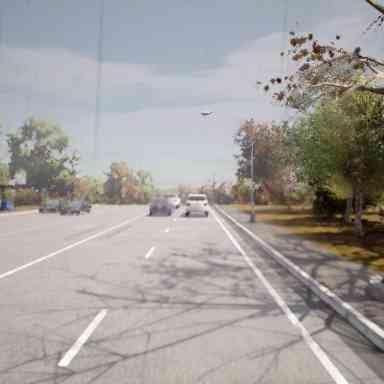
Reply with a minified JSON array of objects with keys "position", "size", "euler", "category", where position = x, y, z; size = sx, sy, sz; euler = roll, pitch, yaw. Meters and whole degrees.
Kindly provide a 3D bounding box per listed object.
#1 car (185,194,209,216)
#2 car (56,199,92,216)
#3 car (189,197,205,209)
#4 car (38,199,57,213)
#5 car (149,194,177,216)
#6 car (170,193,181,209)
[{"position":[0.508,1.250,32.602],"size":[2.150,2.045,5.566],"euler":[0,0,1],"category":"car"},{"position":[-11.530,1.562,33.465],"size":[1.812,1.442,4.674],"euler":[0,0,1],"category":"car"},{"position":[0.707,1.506,46.484],"size":[2.128,1.511,4.902],"euler":[0,0,1],"category":"car"},{"position":[-15.001,1.514,36.427],"size":[1.812,1.442,4.674],"euler":[0,0,1],"category":"car"},{"position":[-2.976,1.369,33.332],"size":[2.097,1.767,4.553],"euler":[0,0,1],"category":"car"},{"position":[-2.814,1.226,45.772],"size":[2.150,2.045,5.566],"euler":[0,0,1],"category":"car"}]
